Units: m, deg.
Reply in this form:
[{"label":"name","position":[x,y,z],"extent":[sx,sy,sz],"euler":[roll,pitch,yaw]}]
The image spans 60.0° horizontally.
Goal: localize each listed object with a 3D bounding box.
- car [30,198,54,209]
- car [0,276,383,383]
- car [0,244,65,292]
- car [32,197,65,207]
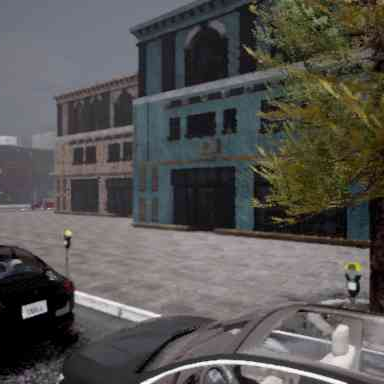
[{"label":"car","position":[-19.947,1.627,45.927],"extent":[1.887,1.381,4.507],"euler":[0,0,35]},{"label":"car","position":[0.770,1.550,2.325],"extent":[4.403,1.369,2.008],"euler":[0,0,36]},{"label":"car","position":[-3.740,1.560,5.542],"extent":[4.313,1.339,1.947],"euler":[0,0,36]},{"label":"car","position":[-23.767,1.623,55.156],"extent":[1.752,1.417,4.829],"euler":[0,0,35]}]
